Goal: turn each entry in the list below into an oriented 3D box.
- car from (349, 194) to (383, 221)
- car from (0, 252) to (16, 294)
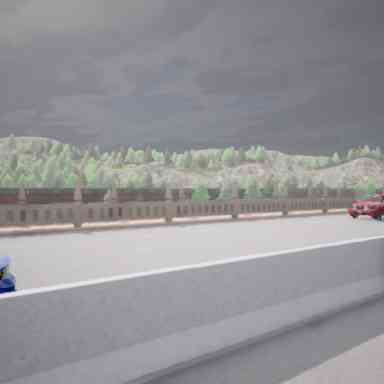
[{"bbox_3d":[15.594,1.232,28.144,5.566,2.045,2.150,0,0,-36],"label":"car"},{"bbox_3d":[-5.246,1.482,4.564,5.008,1.535,1.882,0,0,-35],"label":"car"}]
